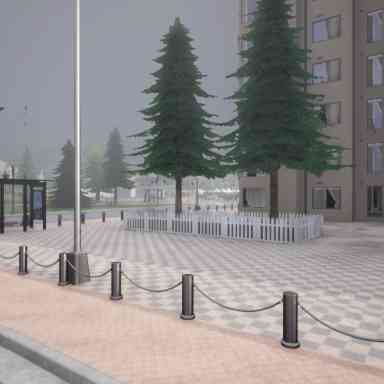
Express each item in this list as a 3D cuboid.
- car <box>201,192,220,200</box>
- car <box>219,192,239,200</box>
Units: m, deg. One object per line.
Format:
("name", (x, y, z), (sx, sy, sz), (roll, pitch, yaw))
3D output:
("car", (5.307, 1.384, 91.364), (3.806, 1.475, 1.970), (0, 0, 35))
("car", (9.665, 1.374, 84.659), (3.633, 1.501, 1.845), (0, 0, 35))
